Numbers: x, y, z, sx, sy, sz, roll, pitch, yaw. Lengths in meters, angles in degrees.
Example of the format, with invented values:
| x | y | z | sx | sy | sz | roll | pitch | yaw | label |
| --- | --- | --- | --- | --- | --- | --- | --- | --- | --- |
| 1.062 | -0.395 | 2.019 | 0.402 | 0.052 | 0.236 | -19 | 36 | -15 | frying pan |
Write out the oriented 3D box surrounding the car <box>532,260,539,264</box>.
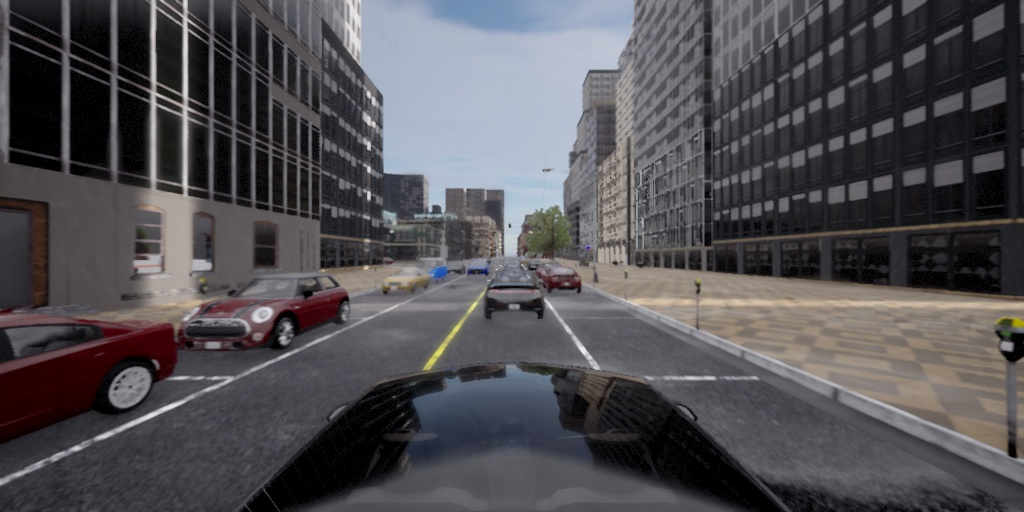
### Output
| x | y | z | sx | sy | sz | roll | pitch | yaw | label |
| --- | --- | --- | --- | --- | --- | --- | --- | --- | --- |
| 2.684 | 1.110 | 25.439 | 1.967 | 1.591 | 4.097 | 0 | 0 | 0 | car |

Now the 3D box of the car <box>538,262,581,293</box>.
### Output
| x | y | z | sx | sy | sz | roll | pitch | yaw | label |
| --- | --- | --- | --- | --- | --- | --- | --- | --- | --- |
| 2.685 | 1.234 | 19.899 | 1.888 | 1.381 | 4.507 | 0 | 0 | 0 | car |

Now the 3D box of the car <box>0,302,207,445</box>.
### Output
| x | y | z | sx | sy | sz | roll | pitch | yaw | label |
| --- | --- | --- | --- | --- | --- | --- | --- | --- | --- |
| -5.690 | 1.290 | 3.279 | 1.888 | 1.381 | 4.507 | 0 | 0 | 0 | car |

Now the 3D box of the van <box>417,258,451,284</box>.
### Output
| x | y | z | sx | sy | sz | roll | pitch | yaw | label |
| --- | --- | --- | --- | --- | --- | --- | --- | --- | --- |
| -5.696 | 1.011 | 25.436 | 1.690 | 1.789 | 3.998 | 0 | 0 | 0 | van |

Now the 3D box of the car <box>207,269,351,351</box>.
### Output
| x | y | z | sx | sy | sz | roll | pitch | yaw | label |
| --- | --- | --- | --- | --- | --- | --- | --- | --- | --- |
| -5.692 | 1.166 | 8.819 | 1.967 | 1.591 | 4.097 | 0 | 0 | 0 | car |

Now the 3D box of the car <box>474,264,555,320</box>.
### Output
| x | y | z | sx | sy | sz | roll | pitch | yaw | label |
| --- | --- | --- | --- | --- | --- | --- | --- | --- | --- |
| 0.080 | 1.204 | 12.417 | 2.128 | 1.511 | 4.902 | 0 | 0 | 0 | car |

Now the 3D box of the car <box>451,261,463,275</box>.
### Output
| x | y | z | sx | sy | sz | roll | pitch | yaw | label |
| --- | --- | --- | --- | --- | --- | --- | --- | --- | --- |
| -5.699 | 1.199 | 36.514 | 1.948 | 1.339 | 4.313 | 0 | 0 | 0 | car |

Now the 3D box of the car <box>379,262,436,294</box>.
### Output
| x | y | z | sx | sy | sz | roll | pitch | yaw | label |
| --- | --- | --- | --- | --- | --- | --- | --- | --- | --- |
| -5.695 | 1.214 | 19.727 | 1.751 | 1.417 | 4.829 | 0 | 0 | 0 | car |

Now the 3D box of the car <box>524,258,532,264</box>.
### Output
| x | y | z | sx | sy | sz | roll | pitch | yaw | label |
| --- | --- | --- | --- | --- | --- | --- | --- | --- | --- |
| 2.679 | 1.180 | 42.056 | 1.948 | 1.339 | 4.313 | 0 | 0 | 0 | car |

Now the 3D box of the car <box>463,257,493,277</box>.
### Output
| x | y | z | sx | sy | sz | roll | pitch | yaw | label |
| --- | --- | --- | --- | --- | --- | --- | --- | --- | --- |
| -3.100 | 1.120 | 33.898 | 1.882 | 1.535 | 5.008 | 0 | 0 | 0 | car |

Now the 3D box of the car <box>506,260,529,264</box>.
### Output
| x | y | z | sx | sy | sz | roll | pitch | yaw | label |
| --- | --- | --- | --- | --- | --- | --- | --- | --- | --- |
| 0.078 | 1.225 | 28.194 | 1.994 | 1.385 | 4.181 | 0 | 0 | 0 | car |
